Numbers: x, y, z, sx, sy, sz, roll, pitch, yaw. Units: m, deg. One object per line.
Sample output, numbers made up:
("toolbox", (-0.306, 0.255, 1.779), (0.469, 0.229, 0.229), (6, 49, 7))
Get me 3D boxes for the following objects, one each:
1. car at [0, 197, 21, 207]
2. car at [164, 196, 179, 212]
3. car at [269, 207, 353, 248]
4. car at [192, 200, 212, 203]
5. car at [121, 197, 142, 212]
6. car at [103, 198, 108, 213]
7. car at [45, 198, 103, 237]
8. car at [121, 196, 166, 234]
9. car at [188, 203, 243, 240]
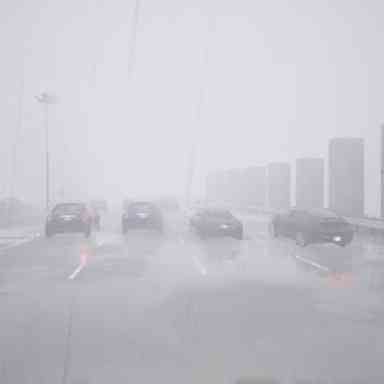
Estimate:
("car", (-23.072, 1.362, 42.144), (2.033, 1.411, 5.357), (0, 0, -17))
("car", (-2.786, 1.198, 35.406), (2.097, 1.767, 4.553), (0, 0, -14))
("car", (4.972, 1.441, 14.570), (1.837, 1.490, 4.892), (0, 0, -8))
("car", (0.980, 1.448, 34.868), (1.895, 1.301, 4.718), (0, 0, -14))
("car", (-6.766, 1.316, 36.825), (1.882, 1.535, 5.008), (0, 0, -15))
("car", (-9.905, 1.335, 35.018), (2.128, 1.511, 4.902), (0, 0, -15))
("car", (-6.157, 1.275, 17.605), (2.097, 1.767, 4.553), (0, 0, -9))
("car", (-2.830, 1.268, 18.937), (2.097, 1.767, 4.553), (0, 0, -9))
("car", (1.092, 1.490, 16.690), (1.994, 1.385, 4.181), (0, 0, -9))
